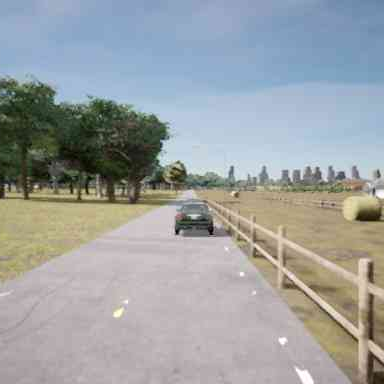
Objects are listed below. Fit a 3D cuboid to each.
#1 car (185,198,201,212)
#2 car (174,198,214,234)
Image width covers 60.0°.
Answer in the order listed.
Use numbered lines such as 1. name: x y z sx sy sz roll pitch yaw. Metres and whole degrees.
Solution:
1. car: 0.114 1.508 39.409 1.837 1.490 4.892 0 0 0
2. car: 0.110 1.355 19.388 2.097 1.767 4.553 0 0 0
